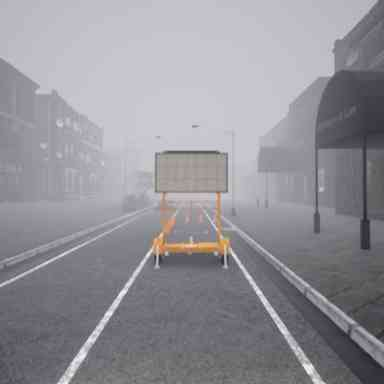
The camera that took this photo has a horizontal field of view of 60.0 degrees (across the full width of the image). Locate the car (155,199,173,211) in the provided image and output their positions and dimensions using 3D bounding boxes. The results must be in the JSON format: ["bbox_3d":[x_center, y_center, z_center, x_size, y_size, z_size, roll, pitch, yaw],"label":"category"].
[{"bbox_3d":[-3.218,1.508,38.647,1.895,1.301,4.718,0,0,0],"label":"car"}]

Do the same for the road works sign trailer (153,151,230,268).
[{"bbox_3d":[-0.019,0.430,11.096,2.380,3.560,2.880,0,0,0],"label":"road works sign trailer"}]
